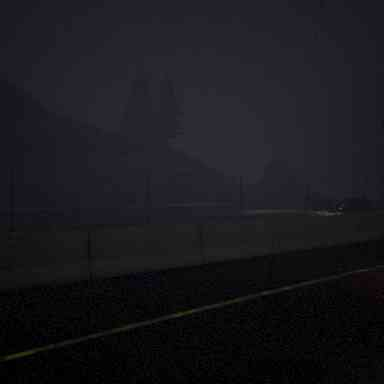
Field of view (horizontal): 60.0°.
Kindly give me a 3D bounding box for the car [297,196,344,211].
[{"bbox_3d":[14.151,1.198,36.617,4.902,1.511,2.128,0,1,-26],"label":"car"}]
